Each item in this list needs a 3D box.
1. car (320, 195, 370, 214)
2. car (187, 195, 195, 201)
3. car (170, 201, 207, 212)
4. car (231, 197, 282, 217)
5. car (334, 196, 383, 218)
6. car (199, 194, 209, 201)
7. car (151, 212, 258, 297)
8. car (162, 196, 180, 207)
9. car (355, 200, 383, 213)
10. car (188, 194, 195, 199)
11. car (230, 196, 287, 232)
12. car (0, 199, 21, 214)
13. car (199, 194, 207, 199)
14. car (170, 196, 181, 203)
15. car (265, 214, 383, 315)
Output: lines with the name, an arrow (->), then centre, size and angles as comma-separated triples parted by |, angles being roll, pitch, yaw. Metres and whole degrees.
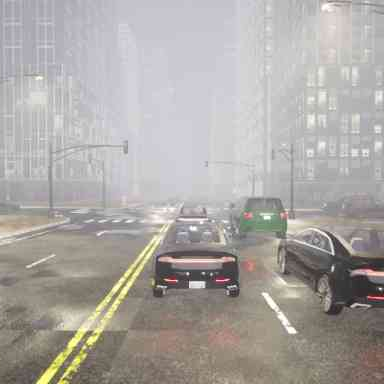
car -> 16.853, 1.337, 35.901 | 5.566, 2.045, 2.150 | 1, 1, 1
car -> -0.218, 1.454, 80.878 | 2.033, 1.411, 5.357 | 0, 0, 0
car -> 0.051, 1.482, 17.712 | 2.128, 1.511, 4.902 | 0, 0, 0
car -> 6.278, 1.426, 32.850 | 4.553, 1.767, 2.097 | 1, 1, 1
car -> 16.119, 1.518, 30.131 | 5.009, 1.841, 2.192 | 1, 0, 1
car -> 3.031, 1.510, 81.331 | 1.895, 1.301, 4.718 | 0, 0, 0
car -> 0.077, 1.487, 8.527 | 2.128, 1.511, 4.902 | 0, 0, 0
car -> -3.481, 1.453, 51.405 | 2.128, 1.511, 4.902 | 0, 0, 0
car -> 21.705, 1.641, 38.433 | 4.829, 1.417, 1.752 | 1, 0, 1
car -> -0.247, 1.333, 91.325 | 1.895, 1.301, 4.718 | 0, 0, 0
car -> 3.302, 1.212, 17.360 | 2.150, 2.045, 5.566 | 0, 0, 0
car -> -19.483, 1.406, 33.209 | 4.181, 1.385, 1.994 | 1, 1, 1
car -> 3.004, 1.291, 91.303 | 1.994, 1.385, 4.181 | 0, 0, 0
car -> -3.442, 1.490, 70.642 | 1.994, 1.385, 4.181 | 0, 0, 0
car -> 3.327, 1.488, 7.518 | 2.128, 1.511, 4.902 | 0, 0, 0
